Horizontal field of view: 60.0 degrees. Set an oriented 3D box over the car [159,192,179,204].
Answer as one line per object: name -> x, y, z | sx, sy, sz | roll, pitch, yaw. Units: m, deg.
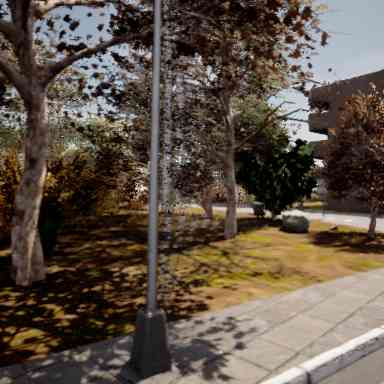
car -> -3.234, 0.625, 35.396 | 4.718, 1.301, 1.895 | 2, 0, 27
